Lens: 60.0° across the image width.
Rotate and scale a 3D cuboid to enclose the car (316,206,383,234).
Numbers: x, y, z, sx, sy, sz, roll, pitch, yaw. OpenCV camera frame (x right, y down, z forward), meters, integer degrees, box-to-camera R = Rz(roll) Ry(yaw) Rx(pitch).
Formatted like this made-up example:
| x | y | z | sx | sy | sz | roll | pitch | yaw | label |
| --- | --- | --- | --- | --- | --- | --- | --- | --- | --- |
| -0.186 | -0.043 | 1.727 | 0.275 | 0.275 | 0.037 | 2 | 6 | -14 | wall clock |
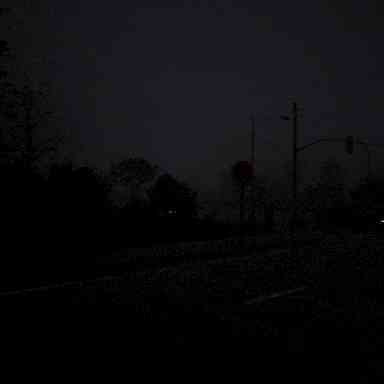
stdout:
| x | y | z | sx | sy | sz | roll | pitch | yaw | label |
| --- | --- | --- | --- | --- | --- | --- | --- | --- | --- |
| 10.107 | 1.614 | 20.545 | 2.128 | 1.511 | 4.902 | 0 | 0 | -32 | car |
